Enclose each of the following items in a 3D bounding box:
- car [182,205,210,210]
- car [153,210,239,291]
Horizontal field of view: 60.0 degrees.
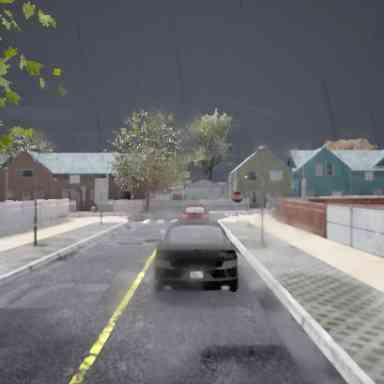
[{"bbox_3d":[0.226,1.547,21.535,1.812,1.442,4.674,0,0,2],"label":"car"},{"bbox_3d":[0.101,1.486,9.077,1.882,1.535,5.008,0,0,0],"label":"car"}]
